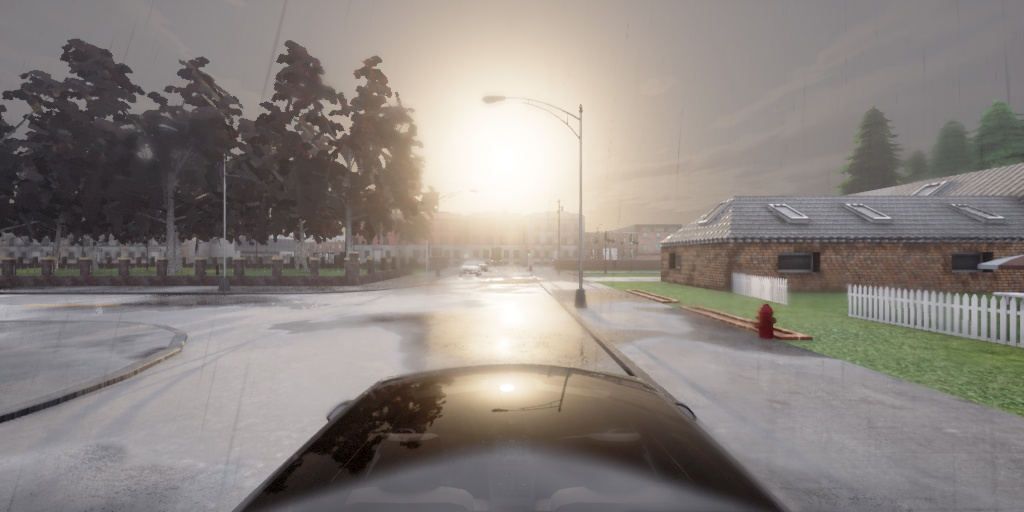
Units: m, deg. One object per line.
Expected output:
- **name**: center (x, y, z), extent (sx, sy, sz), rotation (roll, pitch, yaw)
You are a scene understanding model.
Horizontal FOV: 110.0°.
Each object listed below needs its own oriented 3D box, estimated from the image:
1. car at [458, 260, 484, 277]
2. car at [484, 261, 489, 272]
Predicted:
- **car**: center (-4.088, 1.276, 35.668), extent (1.812, 1.442, 4.674), rotation (0, 0, 0)
- **car**: center (-4.060, 1.276, 45.468), extent (1.812, 1.442, 4.674), rotation (0, 0, 0)
